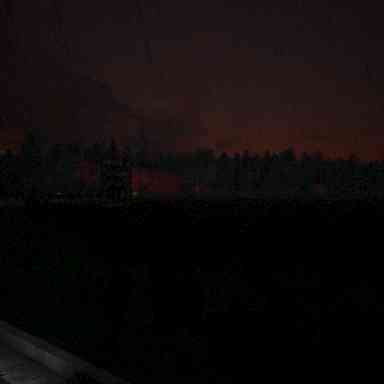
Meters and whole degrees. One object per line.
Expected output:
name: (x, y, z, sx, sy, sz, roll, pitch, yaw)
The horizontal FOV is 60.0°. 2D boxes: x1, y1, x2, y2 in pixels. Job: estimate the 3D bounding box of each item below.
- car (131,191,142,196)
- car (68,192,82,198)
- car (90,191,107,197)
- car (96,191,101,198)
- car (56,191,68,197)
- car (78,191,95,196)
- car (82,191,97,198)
car: (-14.348, 0.508, 86.107, 1.882, 1.535, 5.008, 1, 0, 10)
car: (-26.459, 0.675, 78.127, 1.994, 1.385, 4.181, 1, 0, 10)
car: (-24.682, 0.446, 87.969, 2.033, 1.411, 5.357, 1, 0, 10)
car: (-19.565, 0.800, 76.915, 1.895, 1.301, 4.718, 1, 0, 10)
car: (-29.976, 0.607, 78.337, 2.128, 1.511, 4.902, 1, 0, 10)
car: (-28.126, 0.405, 88.590, 2.033, 1.411, 5.357, 1, 0, 10)
car: (-22.993, 0.509, 77.611, 2.097, 1.767, 4.553, 1, 0, 10)
